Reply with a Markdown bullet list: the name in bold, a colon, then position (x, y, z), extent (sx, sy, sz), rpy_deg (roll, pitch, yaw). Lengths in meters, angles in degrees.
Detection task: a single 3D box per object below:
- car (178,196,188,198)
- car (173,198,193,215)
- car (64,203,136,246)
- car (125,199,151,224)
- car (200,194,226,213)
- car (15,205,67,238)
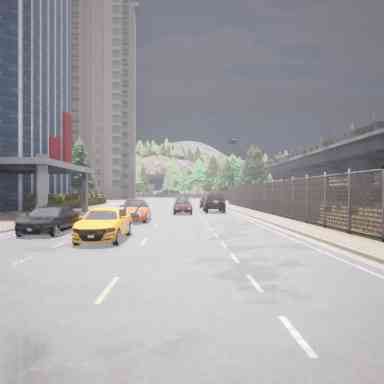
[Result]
- **car**: position (-1.254, 1.352, 43.992), extent (2.097, 1.767, 4.553), rpy_deg (0, 0, -2)
- **car**: position (-0.942, 1.601, 34.183), extent (1.895, 1.301, 4.718), rpy_deg (0, 0, -2)
- **car**: position (-4.045, 1.478, 15.544), extent (1.882, 1.535, 5.008), rpy_deg (0, 0, -2)
- **car**: position (-4.262, 1.354, 24.719), extent (2.097, 1.767, 4.553), rpy_deg (0, 0, -1)
- **car**: position (2.439, 1.221, 37.076), extent (2.150, 2.045, 5.566), rpy_deg (0, 0, -2)
- **car**: position (-7.597, 1.478, 17.903), extent (1.882, 1.535, 5.008), rpy_deg (0, 0, -1)
